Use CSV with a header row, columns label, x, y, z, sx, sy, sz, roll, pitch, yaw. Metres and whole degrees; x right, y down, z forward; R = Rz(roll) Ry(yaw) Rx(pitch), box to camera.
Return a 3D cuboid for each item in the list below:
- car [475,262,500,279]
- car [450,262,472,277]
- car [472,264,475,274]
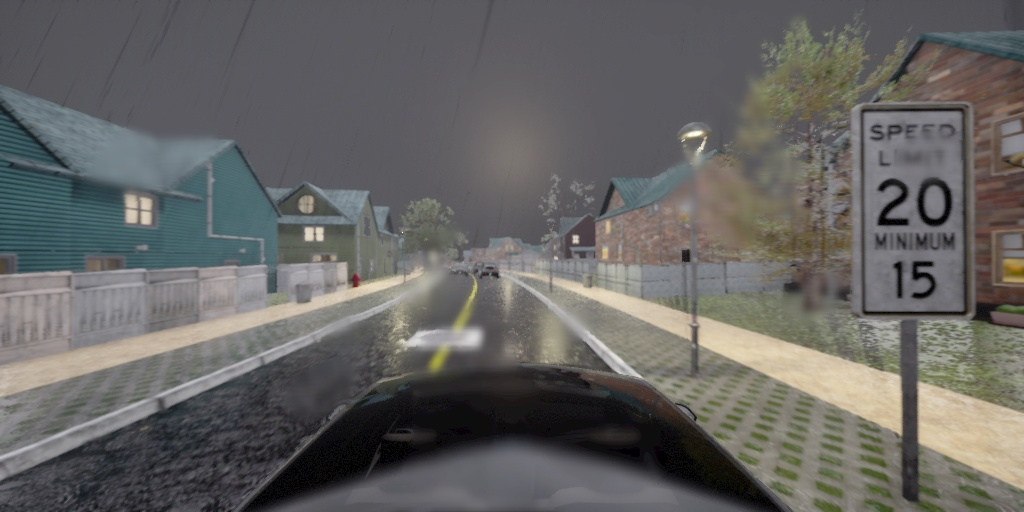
label,x,y,z,sx,sy,sz,roll,pitch,yaw
car,-2.317,1.426,35.258,1.837,1.490,4.892,0,0,-8
car,-5.700,1.472,39.435,1.837,1.490,4.892,0,-1,-8
car,-4.157,1.554,46.796,1.837,1.490,4.892,0,0,-10
